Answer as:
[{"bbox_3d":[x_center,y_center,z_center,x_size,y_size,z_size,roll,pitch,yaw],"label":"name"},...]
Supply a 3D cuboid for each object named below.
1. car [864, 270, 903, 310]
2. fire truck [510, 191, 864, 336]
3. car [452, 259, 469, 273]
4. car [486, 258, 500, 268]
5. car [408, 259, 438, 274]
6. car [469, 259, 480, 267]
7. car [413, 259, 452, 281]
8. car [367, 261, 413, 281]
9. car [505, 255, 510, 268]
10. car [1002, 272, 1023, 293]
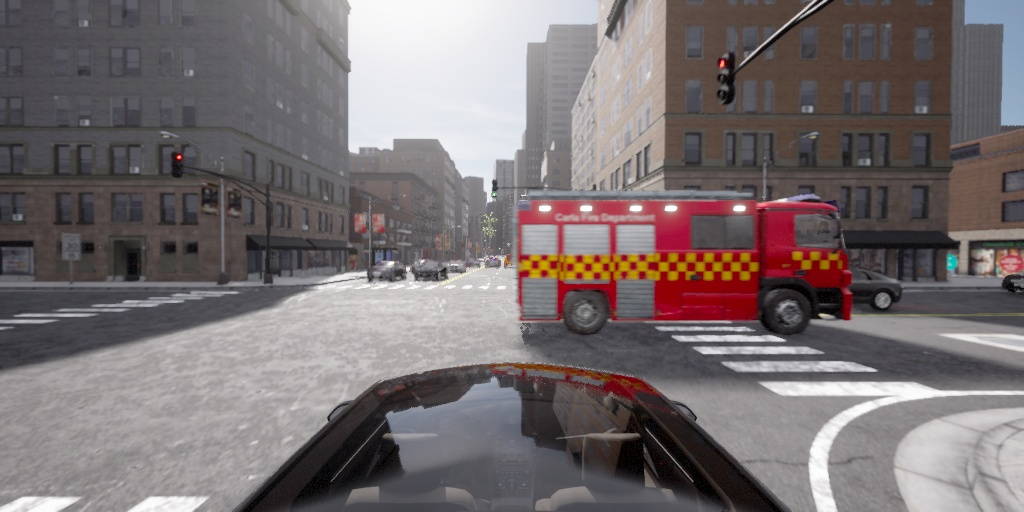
[{"bbox_3d":[11.703,1.170,13.541,4.892,1.490,1.837,0,1,-1],"label":"car"},{"bbox_3d":[4.245,0.059,10.158,8.468,3.827,2.891,0,1,0],"label":"fire truck"},{"bbox_3d":[-6.556,1.169,42.018,1.812,1.442,4.674,0,0,0],"label":"car"},{"bbox_3d":[-3.226,1.198,58.589,1.994,1.385,4.181,0,0,0],"label":"car"},{"bbox_3d":[-9.825,1.125,39.927,2.128,1.511,4.902,0,0,0],"label":"car"},{"bbox_3d":[-6.509,1.184,60.611,1.994,1.385,4.181,0,0,1],"label":"car"},{"bbox_3d":[-6.582,1.140,29.570,1.882,1.535,5.008,0,0,0],"label":"car"},{"bbox_3d":[-9.832,1.145,28.495,2.128,1.511,4.902,0,0,0],"label":"car"},{"bbox_3d":[0.025,0.867,58.234,2.150,2.045,5.566,0,0,0],"label":"car"},{"bbox_3d":[26.249,1.105,16.823,4.902,1.511,2.128,0,1,0],"label":"car"}]
